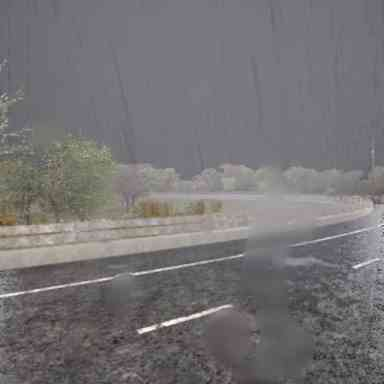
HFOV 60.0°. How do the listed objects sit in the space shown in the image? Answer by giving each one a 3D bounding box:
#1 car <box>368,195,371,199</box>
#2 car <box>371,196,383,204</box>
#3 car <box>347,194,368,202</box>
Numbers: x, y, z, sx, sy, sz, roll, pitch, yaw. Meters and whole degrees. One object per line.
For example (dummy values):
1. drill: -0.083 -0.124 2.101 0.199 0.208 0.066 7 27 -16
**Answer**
1. car: 43.747 1.706 80.709 2.128 1.511 4.902 0 0 4
2. car: 37.384 1.498 65.300 2.097 1.767 4.553 0 0 15
3. car: 40.245 1.779 80.929 1.895 1.301 4.718 0 0 4
